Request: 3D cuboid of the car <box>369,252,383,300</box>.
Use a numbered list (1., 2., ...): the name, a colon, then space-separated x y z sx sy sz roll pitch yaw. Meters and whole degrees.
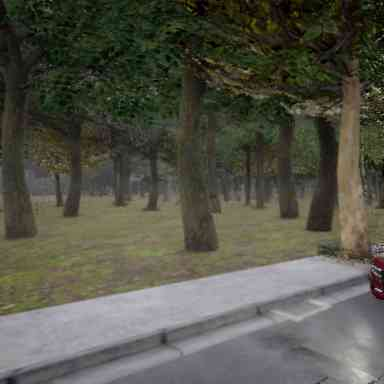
1. car: 5.776 1.465 7.173 5.008 1.535 1.882 0 0 -35
